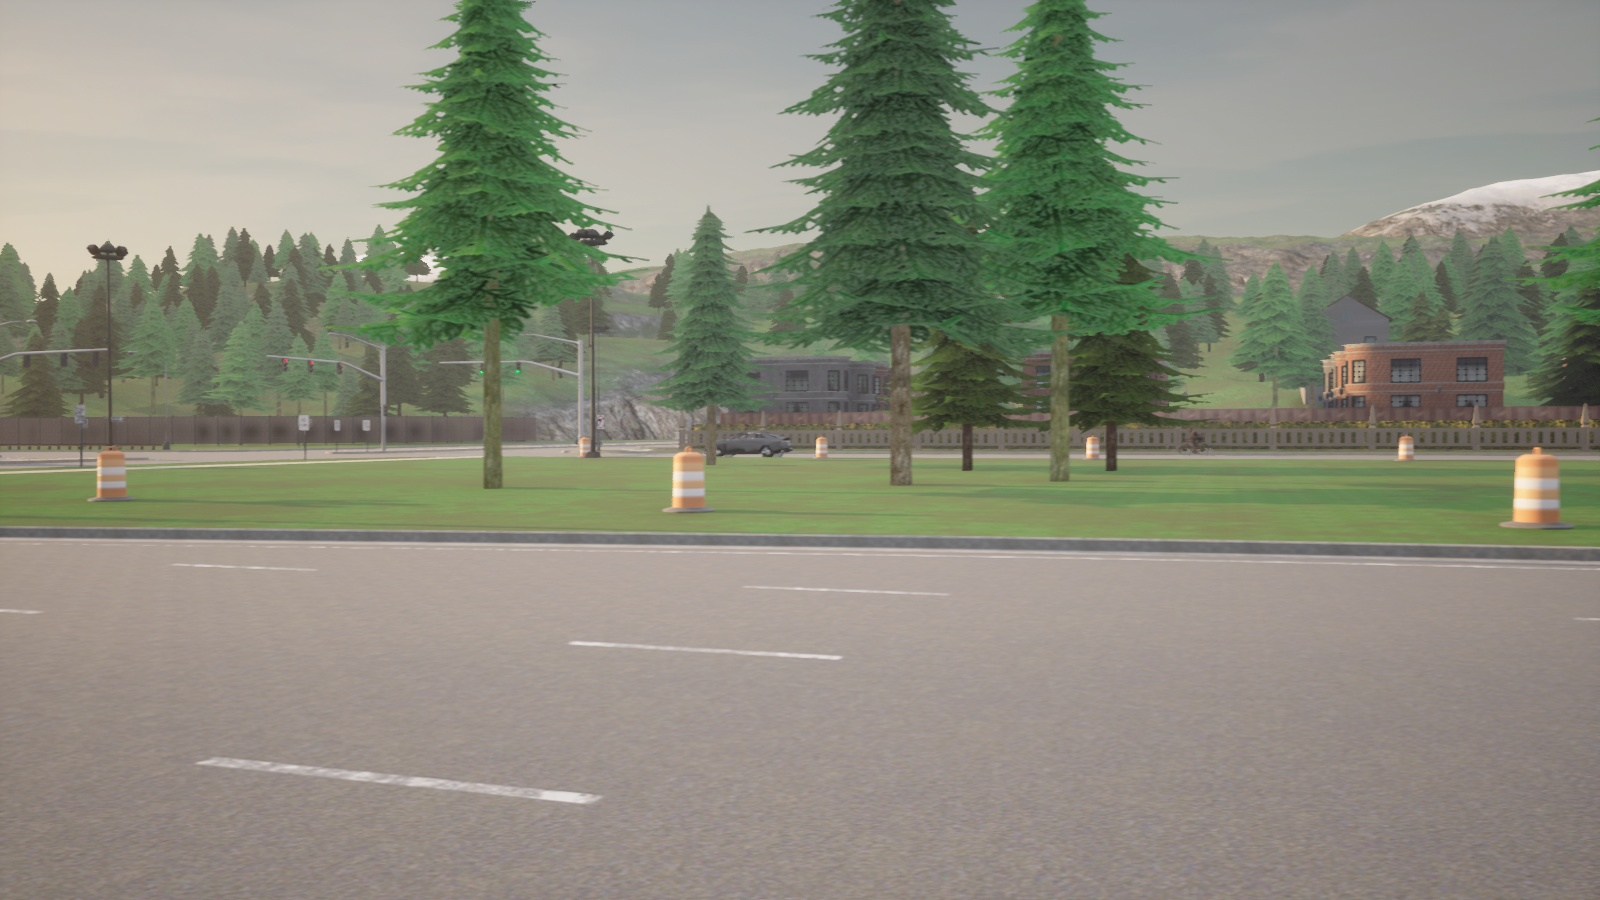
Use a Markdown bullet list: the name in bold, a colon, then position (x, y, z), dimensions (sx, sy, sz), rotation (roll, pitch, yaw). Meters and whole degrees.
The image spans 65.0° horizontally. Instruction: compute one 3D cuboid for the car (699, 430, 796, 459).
- **car**: position (-2.881, -0.333, 68.963), dimensions (4.902, 1.511, 2.128), rotation (1, 1, 18)
